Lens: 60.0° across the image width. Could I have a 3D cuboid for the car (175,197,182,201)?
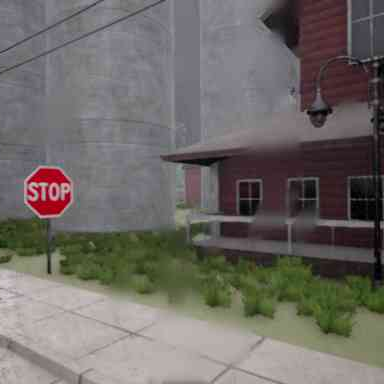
[{"bbox_3d":[-4.353,2.044,84.982,4.193,1.474,1.816,-1,0,36],"label":"car"}]
